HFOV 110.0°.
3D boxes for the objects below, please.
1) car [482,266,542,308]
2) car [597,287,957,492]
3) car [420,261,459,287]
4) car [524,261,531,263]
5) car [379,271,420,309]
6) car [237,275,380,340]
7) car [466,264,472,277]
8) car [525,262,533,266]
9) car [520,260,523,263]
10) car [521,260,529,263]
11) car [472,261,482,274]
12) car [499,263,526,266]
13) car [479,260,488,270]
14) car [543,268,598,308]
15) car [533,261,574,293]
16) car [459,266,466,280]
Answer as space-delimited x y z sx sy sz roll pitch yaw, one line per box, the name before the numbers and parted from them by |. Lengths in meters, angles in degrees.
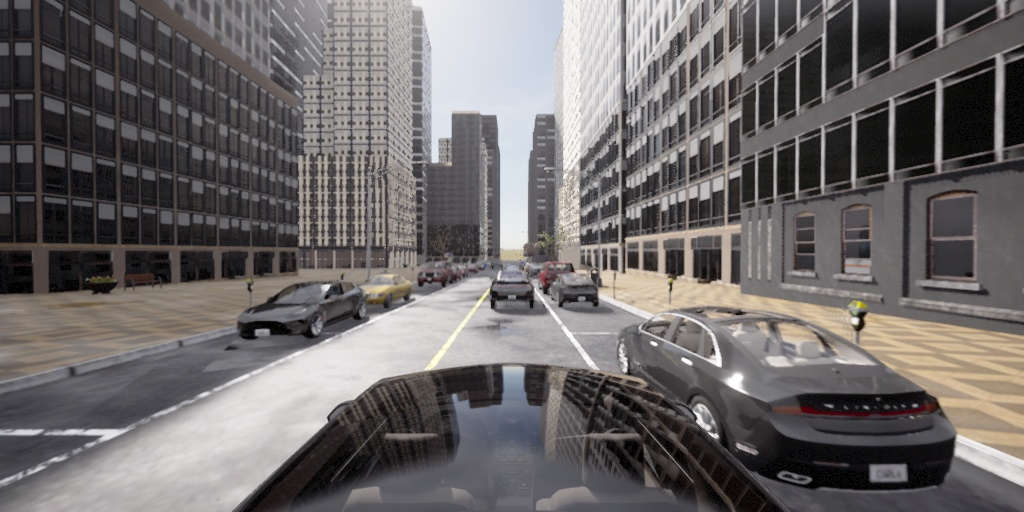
car | 0.008 1.376 16.144 2.128 1.511 4.902 0 0 0
car | 2.692 1.328 4.731 2.007 1.370 4.403 0 0 0
car | -5.681 1.302 27.234 2.192 1.841 5.009 0 0 0
car | 2.707 1.692 44.105 1.888 1.381 4.507 0 0 0
car | -5.685 1.407 15.813 1.751 1.417 4.829 0 0 0
car | -5.687 1.396 10.359 1.948 1.339 4.313 0 0 0
car | -5.677 1.675 38.483 1.802 1.307 4.207 0 0 0
car | 2.705 1.644 38.480 2.007 1.370 4.403 0 0 0
car | 2.713 1.873 60.979 1.948 1.339 4.313 0 0 0
car | 2.711 1.779 55.524 1.751 1.417 4.829 0 0 0
car | -5.673 1.745 49.732 1.888 1.381 4.507 0 0 0
car | 0.014 1.550 31.228 1.812 1.442 4.674 0 0 0
car | -5.669 1.747 60.982 1.967 1.591 4.097 0 0 0
car | 2.696 1.433 15.981 2.007 1.370 4.403 0 0 0
car | 2.698 1.249 21.605 2.192 1.841 5.009 0 0 0
car | -5.679 1.585 32.859 1.888 1.381 4.507 0 0 0
